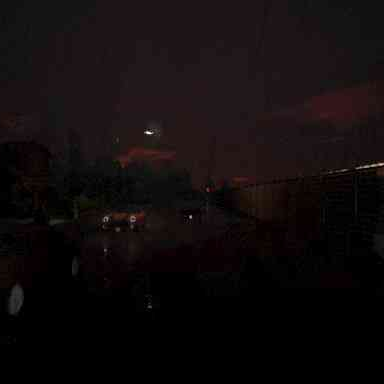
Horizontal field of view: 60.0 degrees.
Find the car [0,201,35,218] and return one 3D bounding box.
[{"bbox_3d":[-14.766,1.476,27.067,3.633,1.501,1.845,0,-1,-3],"label":"car"}]

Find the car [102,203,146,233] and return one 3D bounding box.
[{"bbox_3d":[-4.247,1.588,21.236,2.097,1.767,4.553,0,-1,0],"label":"car"}]

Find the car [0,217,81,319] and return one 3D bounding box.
[{"bbox_3d":[-4.174,1.565,7.752,1.882,1.535,5.008,0,-1,0],"label":"car"}]

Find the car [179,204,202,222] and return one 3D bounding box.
[{"bbox_3d":[-0.124,1.833,29.730,1.837,1.490,4.892,0,-1,0],"label":"car"}]
